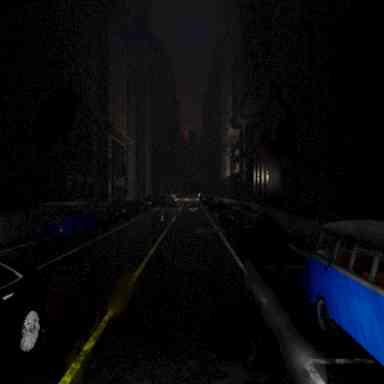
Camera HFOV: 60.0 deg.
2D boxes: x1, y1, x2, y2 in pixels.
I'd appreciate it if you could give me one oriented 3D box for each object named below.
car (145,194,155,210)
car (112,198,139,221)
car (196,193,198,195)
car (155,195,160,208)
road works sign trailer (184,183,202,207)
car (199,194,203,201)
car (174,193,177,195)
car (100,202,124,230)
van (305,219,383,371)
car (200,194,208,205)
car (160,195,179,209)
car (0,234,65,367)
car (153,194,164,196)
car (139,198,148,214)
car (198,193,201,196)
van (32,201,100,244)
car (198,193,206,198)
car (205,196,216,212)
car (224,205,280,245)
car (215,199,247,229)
[{"bbox_3d":[-5.752,1.379,37.689,1.967,1.590,4.097,0,0,0],"label":"car"},{"bbox_3d":[-5.754,1.397,26.485,1.967,1.590,4.097,0,0,0],"label":"car"},{"bbox_3d":[2.782,1.197,82.515,2.192,1.841,5.009,0,0,0],"label":"car"},{"bbox_3d":[-5.751,1.496,43.290,1.947,1.339,4.313,0,0,0],"label":"car"},{"bbox_3d":[0.010,0.386,49.354,2.380,3.560,2.880,0,0,0],"label":"road works sign trailer"},{"bbox_3d":[2.777,1.472,60.107,1.947,1.339,4.313,0,0,0],"label":"car"},{"bbox_3d":[-5.743,1.317,88.104,1.967,1.590,4.097,0,0,0],"label":"car"},{"bbox_3d":[-5.755,1.548,20.883,1.802,1.307,4.206,0,0,0],"label":"car"},{"bbox_3d":[2.768,1.334,4.085,1.690,1.788,3.998,0,0,0],"label":"van"},{"bbox_3d":[2.776,1.480,54.505,1.947,1.339,4.313,0,0,0],"label":"car"},{"bbox_3d":[-3.080,1.454,44.761,1.812,1.442,4.674,0,0,0],"label":"car"},{"bbox_3d":[-3.099,1.499,3.136,1.837,1.490,4.892,0,0,0],"label":"car"},{"bbox_3d":[-5.749,1.237,48.892,2.192,1.841,5.009,0,0,0],"label":"car"},{"bbox_3d":[-5.753,1.514,32.087,1.947,1.339,4.313,0,0,0],"label":"car"},{"bbox_3d":[2.779,1.333,71.311,1.967,1.590,4.097,0,0,0],"label":"car"},{"bbox_3d":[-5.756,1.316,15.282,1.690,1.788,3.998,0,0,0],"label":"van"},{"bbox_3d":[2.778,1.450,65.709,2.008,1.369,4.403,0,0,0],"label":"car"},{"bbox_3d":[2.773,1.484,37.698,1.887,1.381,4.507,0,0,0],"label":"car"},{"bbox_3d":[2.769,1.520,15.291,1.887,1.381,4.507,0,0,0],"label":"car"},{"bbox_3d":[2.771,1.406,20.892,1.967,1.590,4.097,0,0,0],"label":"car"}]
